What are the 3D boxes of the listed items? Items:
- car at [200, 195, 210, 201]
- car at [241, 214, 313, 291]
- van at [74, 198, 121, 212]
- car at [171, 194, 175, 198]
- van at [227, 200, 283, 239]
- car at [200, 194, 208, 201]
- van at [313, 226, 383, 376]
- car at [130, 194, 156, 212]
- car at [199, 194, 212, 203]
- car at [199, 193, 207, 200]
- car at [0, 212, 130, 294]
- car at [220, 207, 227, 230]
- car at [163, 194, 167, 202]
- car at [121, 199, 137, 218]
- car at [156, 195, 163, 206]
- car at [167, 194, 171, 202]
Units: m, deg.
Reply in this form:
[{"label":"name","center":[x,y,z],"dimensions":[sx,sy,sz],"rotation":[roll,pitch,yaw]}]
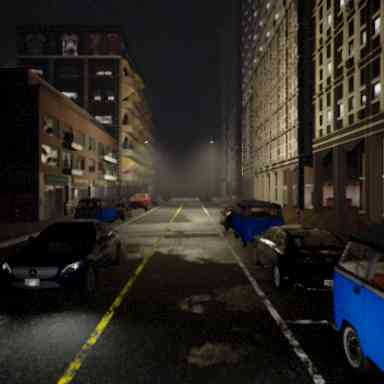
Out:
[{"label":"car","center":[2.717,1.245,70.770],"dimensions":[1.947,1.339,4.313],"rotation":[0,0,0]},{"label":"car","center":[2.694,1.507,8.637],"dimensions":[2.008,1.369,4.403],"rotation":[0,0,0]},{"label":"van","center":[-5.683,1.243,19.936],"dimensions":[1.690,1.788,3.998],"rotation":[0,0,0]},{"label":"car","center":[-5.662,1.203,76.423],"dimensions":[1.887,1.381,4.507],"rotation":[0,0,0]},{"label":"van","center":[2.696,1.270,14.284],"dimensions":[1.690,1.788,3.998],"rotation":[0,0,0]},{"label":"car","center":[2.718,1.240,76.420],"dimensions":[1.802,1.307,4.206],"rotation":[0,0,0]},{"label":"van","center":[2.692,1.325,2.987],"dimensions":[1.690,1.788,3.998],"rotation":[0,0,0]},{"label":"car","center":[-5.677,1.139,36.882],"dimensions":[2.192,1.841,5.009],"rotation":[0,0,0]},{"label":"car","center":[2.712,1.307,59.474],"dimensions":[1.802,1.307,4.206],"rotation":[0,0,0]},{"label":"car","center":[2.720,1.077,82.067],"dimensions":[1.967,1.590,4.097],"rotation":[0,0,0]},{"label":"car","center":[-3.084,1.482,8.780],"dimensions":[1.812,1.442,4.674],"rotation":[0,0,0]},{"label":"car","center":[2.697,1.468,19.934],"dimensions":[1.947,1.339,4.313],"rotation":[0,0,0]},{"label":"car","center":[-5.670,1.300,53.828],"dimensions":[2.008,1.369,4.403],"rotation":[0,0,0]},{"label":"car","center":[-5.680,1.458,25.586],"dimensions":[1.802,1.307,4.206],"rotation":[0,0,0]},{"label":"car","center":[-5.672,1.340,48.180],"dimensions":[1.947,1.339,4.313],"rotation":[0,0,0]},{"label":"car","center":[-5.666,1.228,64.955],"dimensions":[1.752,1.417,4.829],"rotation":[0,0,0]}]
